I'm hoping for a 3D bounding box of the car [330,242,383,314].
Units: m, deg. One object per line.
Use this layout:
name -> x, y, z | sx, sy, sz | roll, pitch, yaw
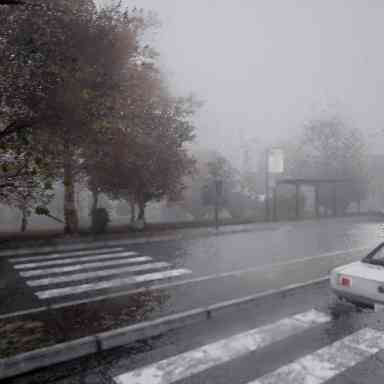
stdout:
car -> 4.889, 1.598, 6.610 | 4.718, 1.301, 1.895 | 0, 0, -35
